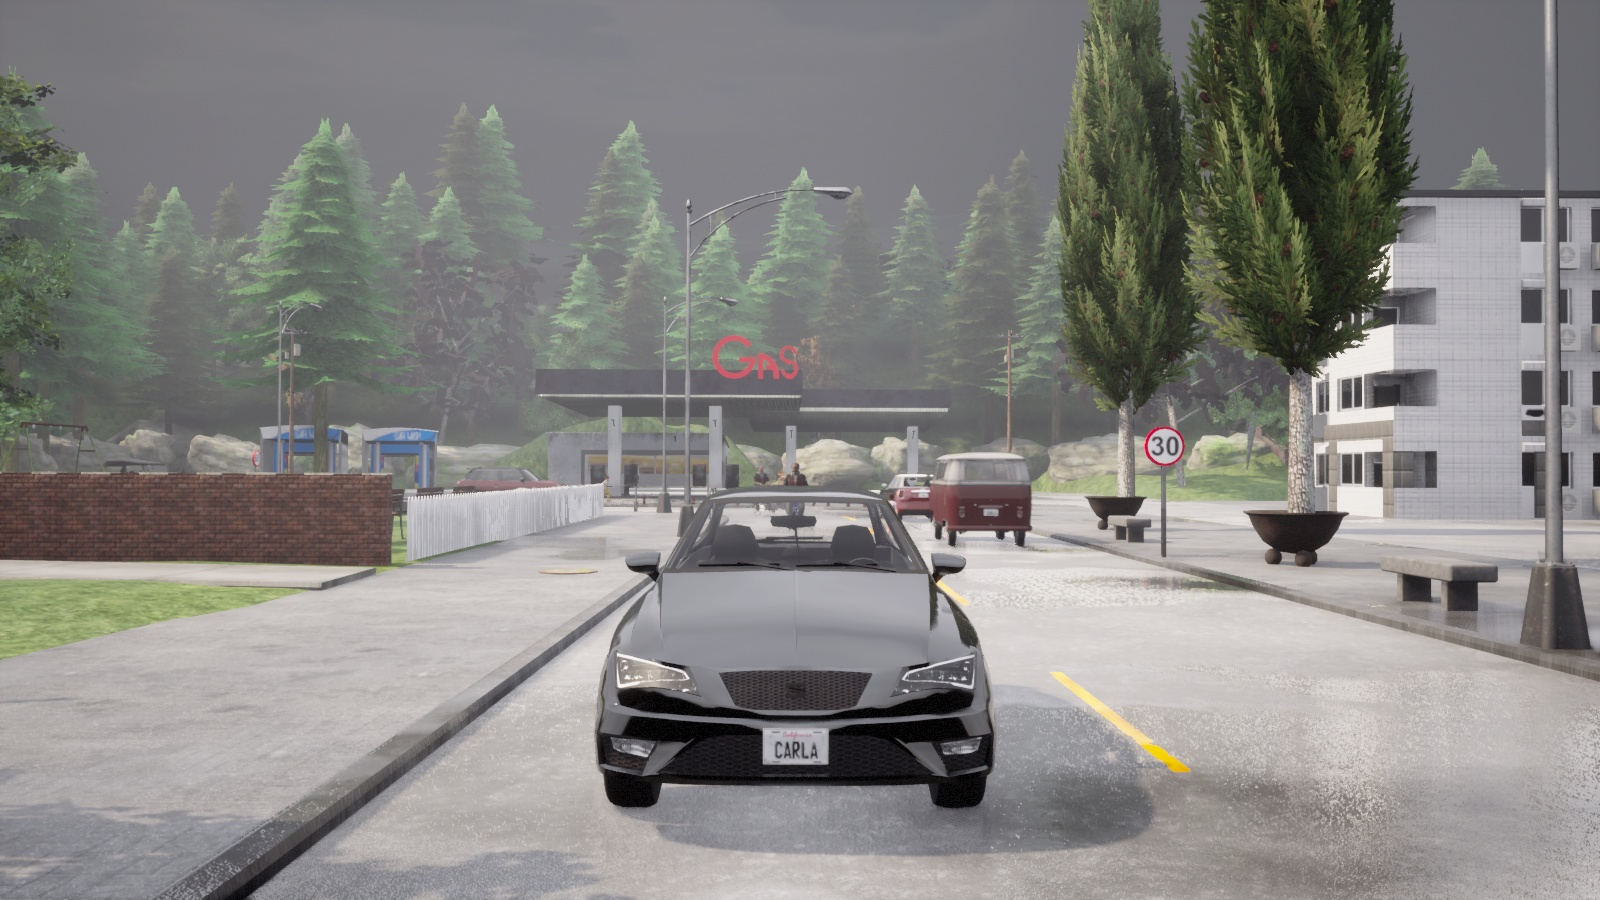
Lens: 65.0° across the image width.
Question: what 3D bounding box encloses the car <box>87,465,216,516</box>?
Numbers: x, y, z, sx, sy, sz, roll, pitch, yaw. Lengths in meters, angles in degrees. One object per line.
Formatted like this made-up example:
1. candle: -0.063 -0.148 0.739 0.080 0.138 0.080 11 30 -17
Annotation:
1. car: -24.342 1.499 47.236 3.866 1.878 1.905 0 -1 0

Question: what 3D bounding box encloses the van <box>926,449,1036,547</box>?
1. van: 3.919 1.019 27.876 1.775 1.987 4.442 0 -1 0

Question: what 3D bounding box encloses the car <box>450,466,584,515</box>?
1. car: -10.604 1.508 47.302 4.553 1.767 2.097 0 -1 0

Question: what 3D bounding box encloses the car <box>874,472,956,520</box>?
1. car: 3.646 1.446 40.569 1.970 1.475 3.806 0 -1 -5

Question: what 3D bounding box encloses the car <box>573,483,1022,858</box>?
1. car: -0.019 0.949 7.198 1.816 1.474 4.193 0 -1 0
